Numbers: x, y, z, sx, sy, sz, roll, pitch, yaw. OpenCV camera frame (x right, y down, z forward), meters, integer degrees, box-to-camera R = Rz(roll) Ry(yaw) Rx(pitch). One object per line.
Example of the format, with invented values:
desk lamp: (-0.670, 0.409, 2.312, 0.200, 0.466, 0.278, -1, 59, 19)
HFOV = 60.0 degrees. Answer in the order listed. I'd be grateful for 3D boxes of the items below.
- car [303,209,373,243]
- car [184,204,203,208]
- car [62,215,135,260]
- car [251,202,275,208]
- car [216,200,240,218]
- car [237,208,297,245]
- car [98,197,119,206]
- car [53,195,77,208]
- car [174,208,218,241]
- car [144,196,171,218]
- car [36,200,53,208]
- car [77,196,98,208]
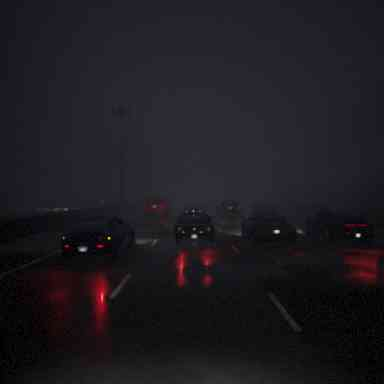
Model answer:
car: (7.107, 1.613, 16.644, 1.837, 1.490, 4.892, 0, 0, 0)
car: (0.119, 1.810, 32.499, 1.895, 1.301, 4.718, 0, 0, 0)
car: (-3.396, 1.608, 12.667, 1.812, 1.442, 4.674, 0, 0, 0)
car: (7.117, 1.708, 33.601, 2.128, 1.511, 4.902, 0, 0, 0)
car: (3.617, 1.567, 33.343, 2.097, 1.767, 4.553, 0, 0, 0)
car: (3.607, 1.669, 16.143, 1.994, 1.385, 4.181, 0, 0, 0)
car: (-14.017, 1.720, 57.354, 2.097, 1.767, 4.553, 0, 0, 1)
car: (-21.009, 1.583, 56.630, 2.150, 2.045, 5.566, 0, 0, 1)
car: (0.109, 1.712, 17.211, 1.895, 1.301, 4.718, 0, 0, 0)
car: (-3.383, 1.432, 32.777, 2.150, 2.045, 5.566, 0, 0, 0)
car: (-24.498, 1.962, 56.410, 1.895, 1.301, 4.718, 0, 0, 1)
car: (-17.511, 1.718, 57.150, 2.097, 1.767, 4.553, 0, 0, 1)
